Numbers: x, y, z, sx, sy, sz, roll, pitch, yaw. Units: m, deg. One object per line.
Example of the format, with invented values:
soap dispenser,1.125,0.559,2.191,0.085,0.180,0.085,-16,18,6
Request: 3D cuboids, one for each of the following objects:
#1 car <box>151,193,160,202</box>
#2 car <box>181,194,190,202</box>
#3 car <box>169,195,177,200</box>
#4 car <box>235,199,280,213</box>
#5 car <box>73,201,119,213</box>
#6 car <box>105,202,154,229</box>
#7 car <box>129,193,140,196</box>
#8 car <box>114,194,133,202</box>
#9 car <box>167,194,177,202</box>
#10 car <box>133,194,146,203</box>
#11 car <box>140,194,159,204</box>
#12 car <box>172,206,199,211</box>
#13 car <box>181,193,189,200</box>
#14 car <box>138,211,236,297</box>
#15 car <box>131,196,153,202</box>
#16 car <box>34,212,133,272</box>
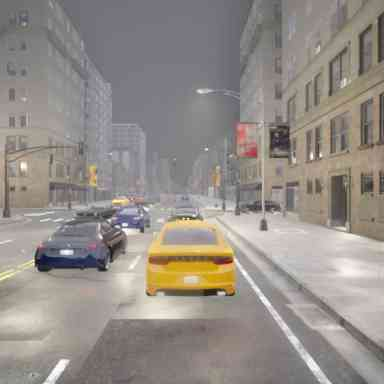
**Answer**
car,-7.972,1.254,71.290,2.150,2.045,5.566,0,0,-1
car,-1.669,1.381,80.706,2.097,1.767,4.553,0,0,-1
car,-5.130,1.438,90.669,2.033,1.411,5.357,0,0,-1
car,7.194,1.556,36.669,4.892,1.490,1.837,0,0,-4
car,-7.170,1.610,24.943,1.895,1.301,4.718,0,0,4
car,-3.533,1.532,19.545,1.812,1.442,4.674,0,0,-1
car,-11.069,1.248,61.145,2.150,2.045,5.566,0,0,-1
car,-10.894,1.501,51.210,1.882,1.535,5.008,0,0,-1
car,-4.918,1.381,80.638,2.097,1.767,4.553,0,0,-1
car,-11.220,1.384,71.134,2.097,1.767,4.553,0,0,-1
car,-7.810,1.574,60.815,2.033,1.411,5.357,0,0,-1
car,-0.353,1.510,18.146,1.837,1.490,4.892,0,0,-1
car,-1.880,1.254,90.707,2.097,1.767,4.553,0,0,-1
car,-0.054,1.480,8.665,1.882,1.535,5.008,0,0,-1
car,-7.641,1.624,51.172,1.895,1.301,4.718,0,0,-1
car,-3.355,1.566,10.803,1.994,1.385,4.181,0,0,-1
